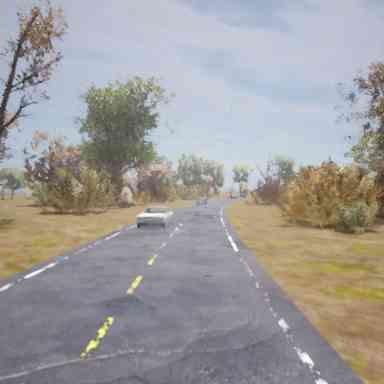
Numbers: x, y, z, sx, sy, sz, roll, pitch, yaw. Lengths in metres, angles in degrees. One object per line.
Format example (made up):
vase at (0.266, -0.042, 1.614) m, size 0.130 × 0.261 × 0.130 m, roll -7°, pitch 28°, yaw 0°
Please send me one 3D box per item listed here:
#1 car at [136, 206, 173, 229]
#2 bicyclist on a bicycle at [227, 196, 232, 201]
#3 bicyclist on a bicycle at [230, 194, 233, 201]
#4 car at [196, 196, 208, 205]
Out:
car at (-2.417, 1.637, 22.298) m, size 1.895 × 1.301 × 4.718 m, roll 0°, pitch 0°, yaw 3°
bicyclist on a bicycle at (8.622, 1.616, 79.774) m, size 0.582 × 1.620 × 1.656 m, roll 0°, pitch 0°, yaw 11°
bicyclist on a bicycle at (10.414, 1.556, 88.540) m, size 0.659 × 1.776 × 1.843 m, roll 0°, pitch 0°, yaw 12°
car at (1.979, 1.615, 63.934) m, size 2.128 × 1.511 × 4.902 m, roll 0°, pitch 0°, yaw 9°
